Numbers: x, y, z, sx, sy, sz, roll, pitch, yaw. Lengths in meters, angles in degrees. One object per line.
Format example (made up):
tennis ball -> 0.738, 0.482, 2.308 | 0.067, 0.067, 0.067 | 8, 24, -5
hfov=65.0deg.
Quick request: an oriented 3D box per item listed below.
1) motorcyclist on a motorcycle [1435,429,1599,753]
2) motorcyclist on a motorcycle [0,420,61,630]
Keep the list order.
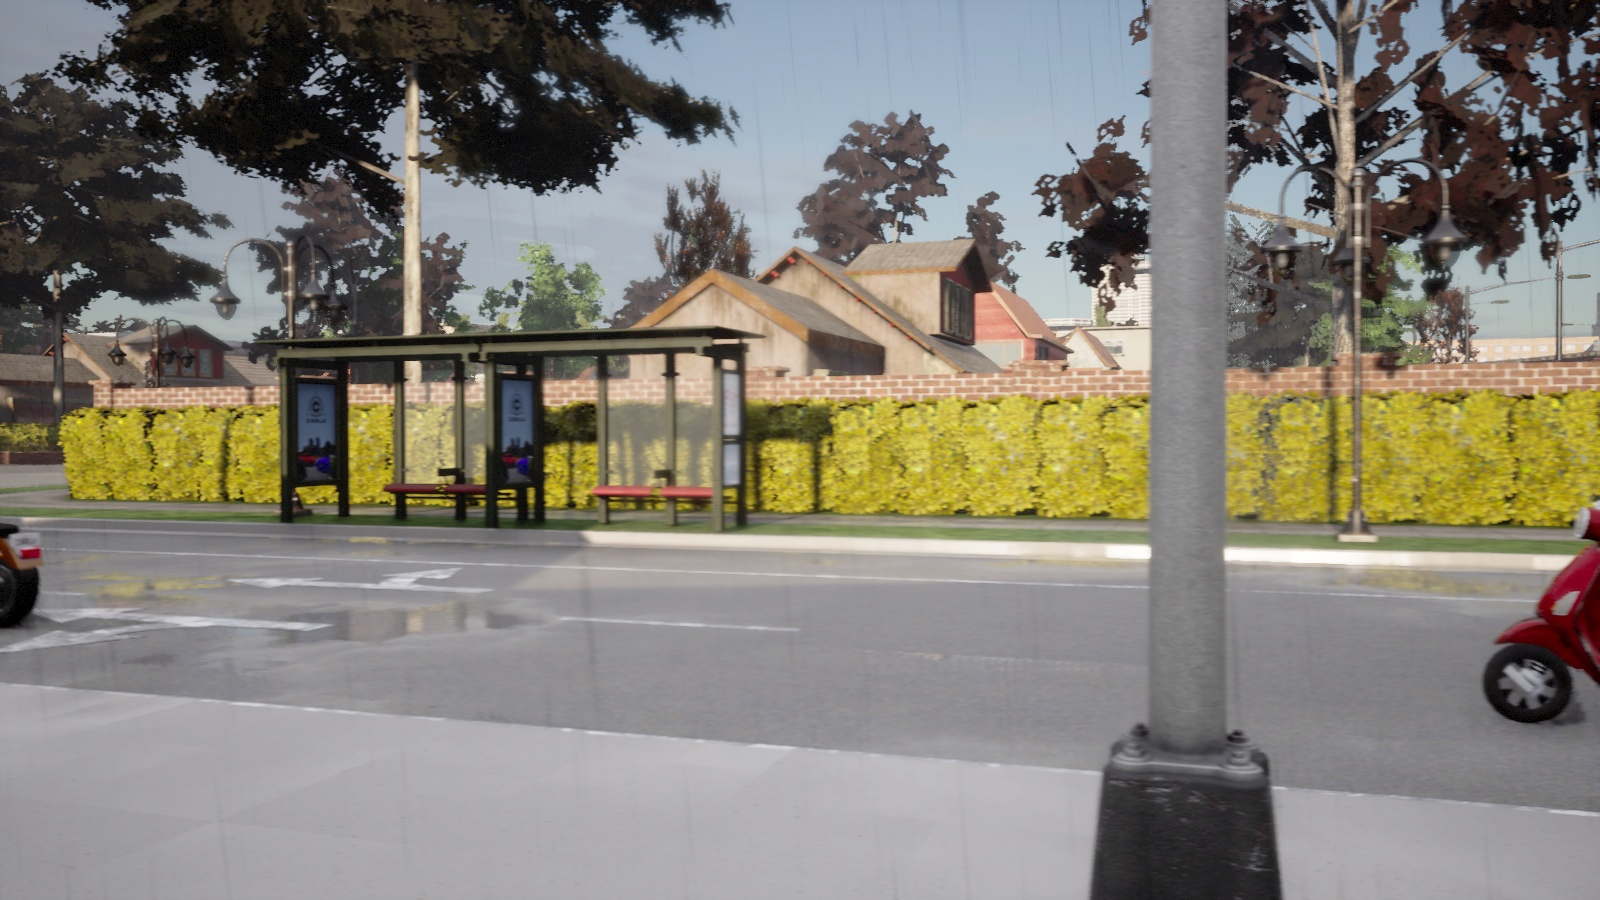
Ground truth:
motorcyclist on a motorcycle -> 4.358, 0.693, 6.474 | 1.817, 1.590, 0.866 | 1, 1, 19
motorcyclist on a motorcycle -> -7.367, 0.582, 10.419 | 2.350, 1.649, 0.766 | 0, 1, 19
